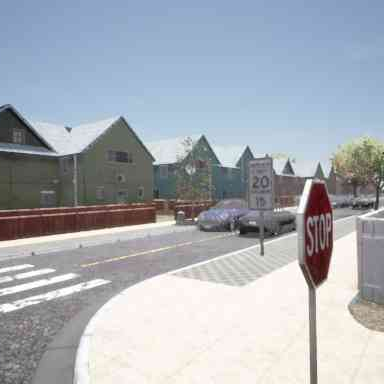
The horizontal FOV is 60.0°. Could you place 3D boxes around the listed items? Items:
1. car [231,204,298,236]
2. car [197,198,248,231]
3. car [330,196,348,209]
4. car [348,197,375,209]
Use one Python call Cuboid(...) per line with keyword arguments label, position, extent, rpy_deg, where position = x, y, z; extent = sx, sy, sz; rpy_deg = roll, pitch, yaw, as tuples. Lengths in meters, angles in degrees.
Cuboid(label="car", position=(4.090, 1.426, 17.427), extent=(1.994, 1.385, 4.181), rpy_deg=(-2, -1, 37))
Cuboid(label="car", position=(2.230, 1.282, 19.872), extent=(2.097, 1.767, 4.553), rpy_deg=(-2, -1, 37))
Cuboid(label="car", position=(17.880, 1.247, 40.642), extent=(2.128, 1.511, 4.902), rpy_deg=(-2, -1, 37))
Cuboid(label="car", position=(19.960, 1.285, 38.616), extent=(1.895, 1.301, 4.718), rpy_deg=(-2, -1, 37))
